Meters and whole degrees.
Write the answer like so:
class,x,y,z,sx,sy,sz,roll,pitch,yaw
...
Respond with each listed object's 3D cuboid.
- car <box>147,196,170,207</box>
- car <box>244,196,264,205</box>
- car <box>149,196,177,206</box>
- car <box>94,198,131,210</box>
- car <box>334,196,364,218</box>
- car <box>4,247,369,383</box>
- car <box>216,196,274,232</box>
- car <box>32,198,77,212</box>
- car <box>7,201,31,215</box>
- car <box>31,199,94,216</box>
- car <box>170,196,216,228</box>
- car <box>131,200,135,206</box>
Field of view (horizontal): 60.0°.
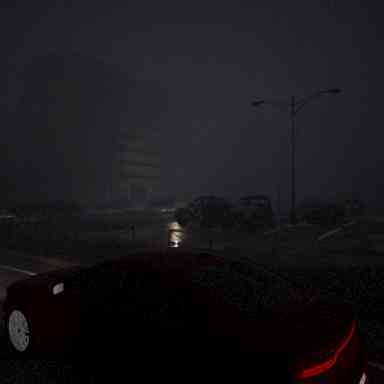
class,x,y,z,sx,sy,sz,roll,pitch,yaw
car,-4.704,1.492,50.233,2.128,1.511,4.902,0,0,34
car,11.504,1.526,61.500,1.812,1.442,4.674,0,0,34
car,-4.803,1.492,56.322,2.128,1.511,4.902,0,0,34
car,-10.378,1.601,41.803,1.895,1.301,4.718,0,0,34
car,15.339,1.395,32.016,1.970,1.475,3.806,0,0,34
car,-0.525,1.478,4.363,5.008,1.535,1.882,0,0,35
car,3.316,1.156,19.060,1.905,1.878,3.866,0,0,34
car,-16.171,1.526,39.429,1.812,1.442,4.674,0,0,34
car,-15.720,1.547,33.841,2.033,1.411,5.357,0,0,34
car,-12.402,1.491,32.185,2.128,1.511,4.902,0,0,34
car,0.948,1.153,20.726,1.932,1.855,4.605,0,0,34
car,-10.510,1.547,47.885,2.033,1.411,5.357,0,0,33
